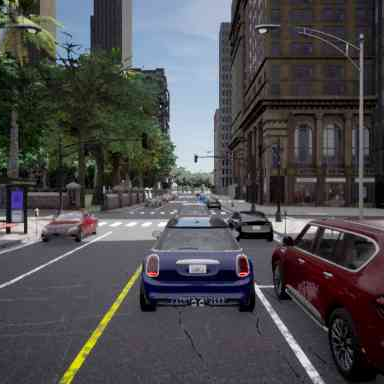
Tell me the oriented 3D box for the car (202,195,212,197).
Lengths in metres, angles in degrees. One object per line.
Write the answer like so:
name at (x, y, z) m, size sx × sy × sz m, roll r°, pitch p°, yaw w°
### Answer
car at (2.724, 1.544, 48.090) m, size 1.947 × 1.339 × 4.313 m, roll 0°, pitch 0°, yaw 0°

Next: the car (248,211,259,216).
car at (2.747, 1.562, 16.233) m, size 1.947 × 1.339 × 4.313 m, roll 0°, pitch 0°, yaw 0°

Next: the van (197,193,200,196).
van at (2.700, 1.282, 80.612) m, size 1.690 × 1.788 × 3.998 m, roll 0°, pitch 0°, yaw 0°

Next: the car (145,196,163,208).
car at (-5.801, 1.528, 48.104) m, size 2.008 × 1.369 × 4.403 m, roll 0°, pitch 0°, yaw 0°

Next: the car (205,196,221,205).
car at (2.728, 1.548, 42.670) m, size 1.947 × 1.339 × 4.313 m, roll 0°, pitch 0°, yaw 0°

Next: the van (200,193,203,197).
van at (2.716, 1.309, 58.931) m, size 1.690 × 1.788 × 3.998 m, roll 0°, pitch 0°, yaw 0°

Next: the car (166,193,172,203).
car at (-5.817, 1.396, 69.785) m, size 1.967 × 1.590 × 4.097 m, roll 0°, pitch 0°, yaw 0°

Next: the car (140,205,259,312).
car at (0.097, 1.351, 7.880) m, size 2.097 × 1.767 × 4.553 m, roll 0°, pitch 0°, yaw 0°

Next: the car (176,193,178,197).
car at (-5.833, 1.239, 91.466) m, size 2.192 × 1.841 × 5.009 m, roll 0°, pitch 0°, yaw 0°

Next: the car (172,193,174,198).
car at (-5.822, 1.264, 75.205) m, size 2.192 × 1.841 × 5.009 m, roll 0°, pitch 0°, yaw 0°

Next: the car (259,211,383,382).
car at (2.754, 1.314, 5.382) m, size 2.192 × 1.841 × 5.009 m, roll 0°, pitch 0°, yaw 0°

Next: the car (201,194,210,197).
car at (2.720, 1.499, 53.680) m, size 1.752 × 1.417 × 4.829 m, roll 0°, pitch 0°, yaw 0°

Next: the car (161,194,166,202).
car at (-5.806, 1.413, 53.524) m, size 1.967 × 1.590 × 4.097 m, roll 0°, pitch 0°, yaw 0°

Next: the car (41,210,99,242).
car at (-5.778, 1.578, 16.245) m, size 1.802 × 1.307 × 4.206 m, roll 0°, pitch 0°, yaw 0°

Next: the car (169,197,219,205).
car at (0.088, 1.348, 17.414) m, size 2.097 × 1.767 × 4.553 m, roll 0°, pitch 0°, yaw 0°
